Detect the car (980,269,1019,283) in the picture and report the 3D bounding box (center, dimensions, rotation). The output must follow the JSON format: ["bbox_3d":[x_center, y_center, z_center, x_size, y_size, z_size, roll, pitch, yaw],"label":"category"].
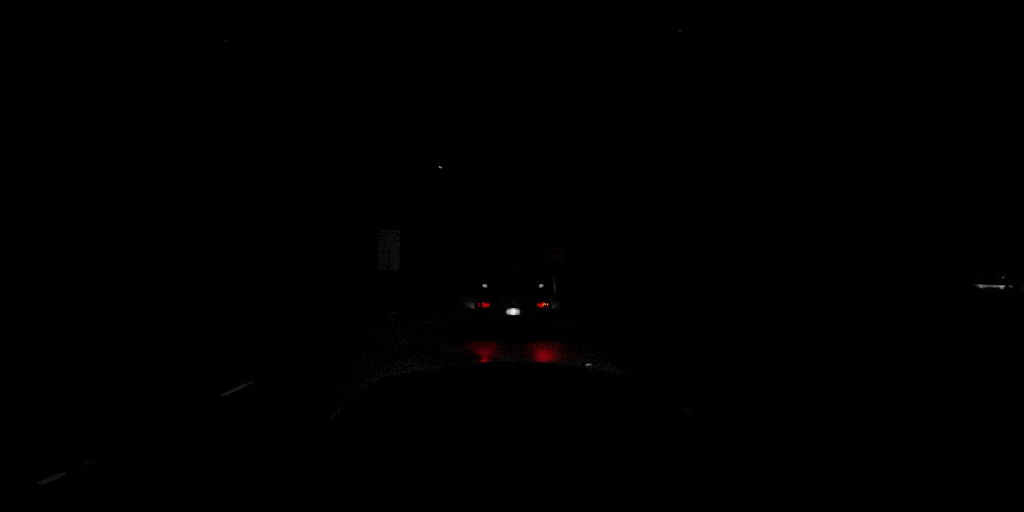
[{"bbox_3d":[46.903,1.940,33.487,4.674,1.442,1.812,0,-1,1],"label":"car"}]

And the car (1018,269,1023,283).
[{"bbox_3d":[46.346,1.705,29.910,4.553,1.767,2.097,0,-1,3],"label":"car"}]

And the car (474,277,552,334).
[{"bbox_3d":[0.031,1.291,10.523,1.994,1.385,4.181,0,0,0],"label":"car"}]
